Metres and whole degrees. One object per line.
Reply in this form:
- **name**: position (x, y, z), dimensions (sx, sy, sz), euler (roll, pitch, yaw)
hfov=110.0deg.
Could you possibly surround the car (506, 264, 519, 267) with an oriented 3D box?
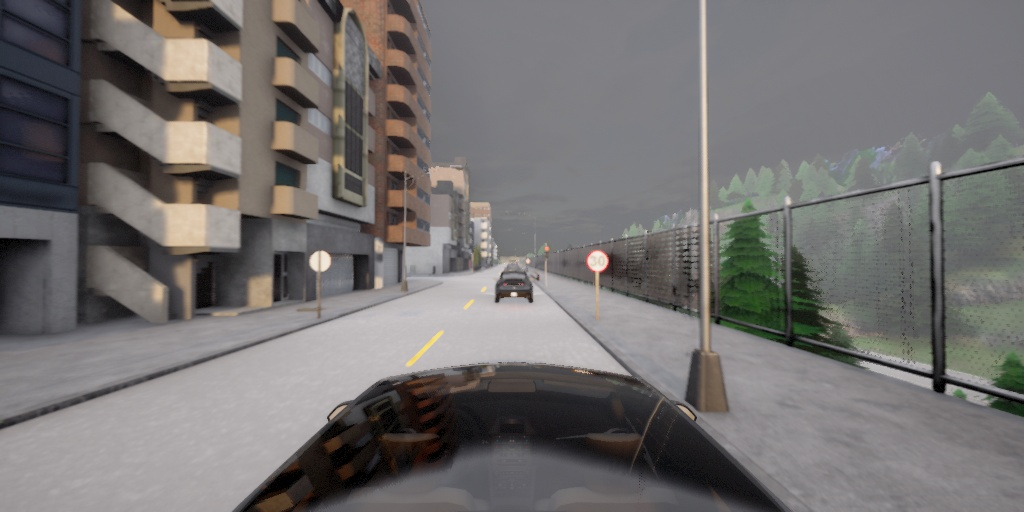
- **car**: position (0.092, 1.699, 42.726), dimensions (2.097, 1.767, 4.553), euler (0, -1, 0)

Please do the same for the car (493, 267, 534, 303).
- **car**: position (0.091, 1.498, 18.391), dimensions (1.837, 1.490, 4.892), euler (0, -1, 0)
